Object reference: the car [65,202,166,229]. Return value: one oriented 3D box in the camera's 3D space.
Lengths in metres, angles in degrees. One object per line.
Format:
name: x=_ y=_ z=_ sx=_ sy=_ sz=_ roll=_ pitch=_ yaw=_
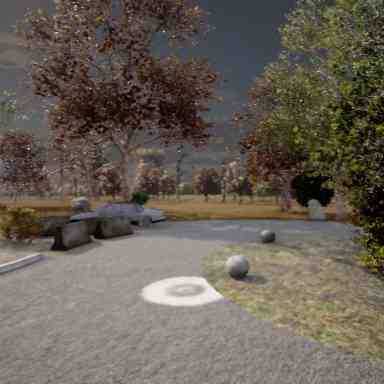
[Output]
car: x=-4.127 y=1.252 z=18.125 sx=5.357 sy=1.411 sz=2.033 roll=0 pitch=0 yaw=-24
